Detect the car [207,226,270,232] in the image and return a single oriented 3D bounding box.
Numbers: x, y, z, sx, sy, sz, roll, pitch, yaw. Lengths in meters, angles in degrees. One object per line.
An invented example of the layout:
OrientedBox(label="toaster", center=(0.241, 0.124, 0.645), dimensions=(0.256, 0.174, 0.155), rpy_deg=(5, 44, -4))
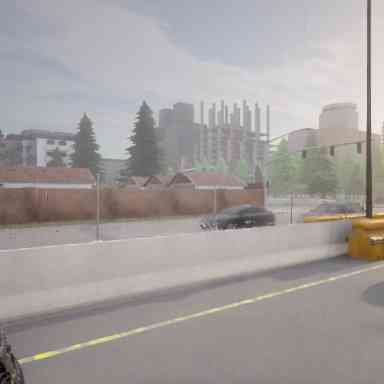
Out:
OrientedBox(label="car", center=(2.622, 1.504, 18.727), dimensions=(4.892, 1.490, 1.837), rpy_deg=(0, 0, -35))

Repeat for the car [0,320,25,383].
OrientedBox(label="car", center=(-3.657, 1.221, 1.141), dimensions=(5.566, 2.045, 2.150), rpy_deg=(0, 0, -36))
